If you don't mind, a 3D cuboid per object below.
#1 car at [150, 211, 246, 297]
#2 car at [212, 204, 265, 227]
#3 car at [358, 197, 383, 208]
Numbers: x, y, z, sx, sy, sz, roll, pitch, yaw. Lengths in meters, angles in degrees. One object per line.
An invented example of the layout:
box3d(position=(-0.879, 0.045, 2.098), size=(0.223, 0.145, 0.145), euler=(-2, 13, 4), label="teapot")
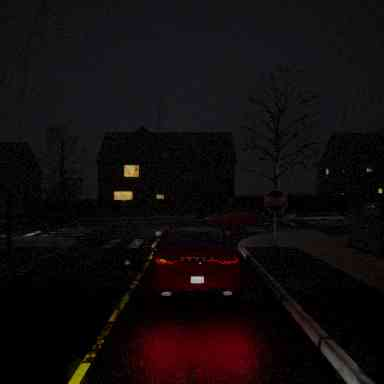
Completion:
box3d(position=(0.038, 1.478, 8.644), size=(1.882, 1.535, 5.008), euler=(0, 0, -1), label="car")
box3d(position=(2.337, 1.465, 20.443), size=(4.181, 1.385, 1.994), euler=(-2, 1, -20), label="car")
box3d(position=(13.286, 0.970, 22.006), size=(4.553, 1.767, 2.097), euler=(-1, 1, 0), label="car")
